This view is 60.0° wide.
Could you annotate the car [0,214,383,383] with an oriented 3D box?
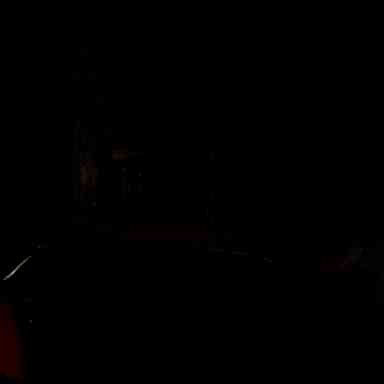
[{"bbox_3d":[-0.660,1.285,3.507,5.009,1.841,2.192,0,1,33],"label":"car"}]
